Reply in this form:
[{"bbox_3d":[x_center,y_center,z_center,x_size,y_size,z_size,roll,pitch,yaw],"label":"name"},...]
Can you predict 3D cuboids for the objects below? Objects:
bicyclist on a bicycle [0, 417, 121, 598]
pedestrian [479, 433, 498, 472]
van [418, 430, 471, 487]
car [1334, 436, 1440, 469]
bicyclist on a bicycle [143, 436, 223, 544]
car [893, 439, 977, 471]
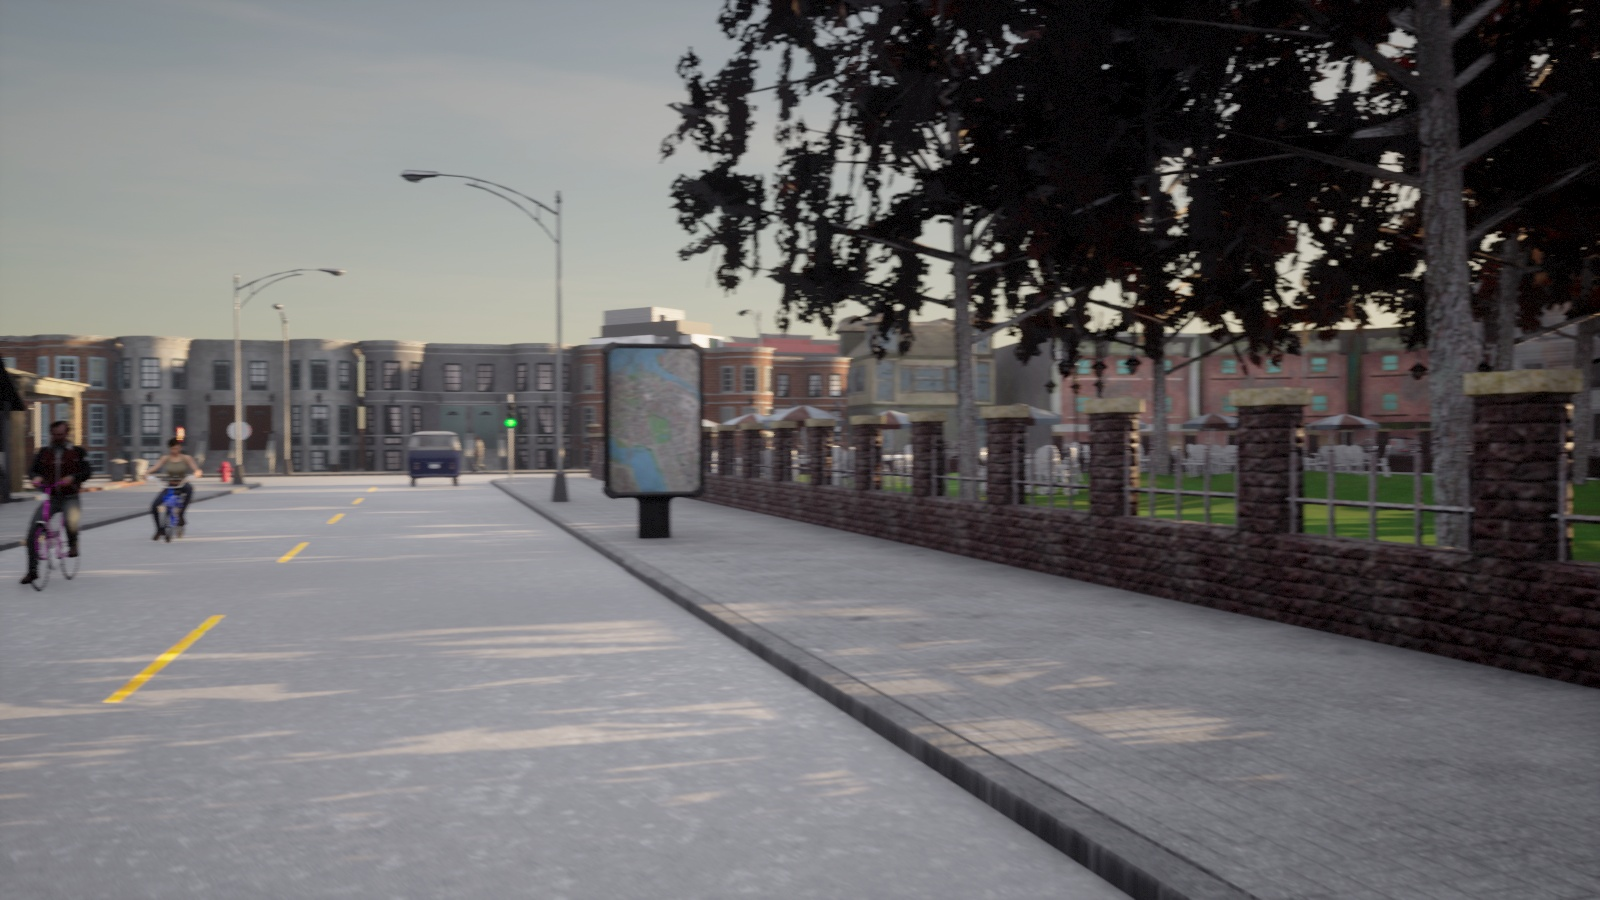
[{"bbox_3d":[-7.800,0.562,13.329,0.659,1.776,1.843,0,0,-16],"label":"bicyclist on a bicycle"},{"bbox_3d":[-15.565,0.135,62.772,0.873,1.952,0.659,0,0,-7],"label":"pedestrian"},{"bbox_3d":[-13.003,0.269,45.964,1.775,1.987,4.442,0,0,-16],"label":"van"},{"bbox_3d":[31.134,0.109,66.747,2.242,1.667,4.611,0,0,-34],"label":"car"},{"bbox_3d":[-9.604,0.597,19.600,0.866,1.612,1.509,0,0,-16],"label":"bicyclist on a bicycle"},{"bbox_3d":[7.099,0.236,66.215,3.988,1.617,1.851,0,0,-16],"label":"car"}]
